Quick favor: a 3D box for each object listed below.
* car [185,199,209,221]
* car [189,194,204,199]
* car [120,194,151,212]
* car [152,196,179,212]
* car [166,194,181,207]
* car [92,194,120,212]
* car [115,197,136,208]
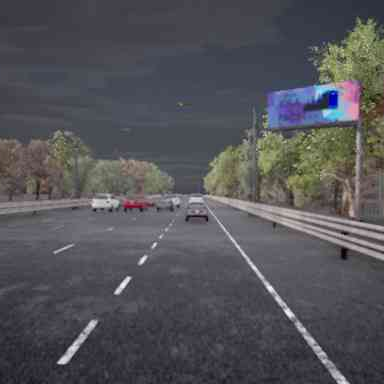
[{"bbox_3d":[0.417,1.582,27.930,2.033,1.411,5.357,0,0,1],"label":"car"},{"bbox_3d":[0.686,1.293,51.473,2.150,2.045,5.566,0,-1,1],"label":"car"},{"bbox_3d":[-6.548,1.265,39.171,2.150,2.045,5.566,0,0,1],"label":"car"},{"bbox_3d":[-3.048,1.538,39.099,2.128,1.511,4.902,0,0,1],"label":"car"},{"bbox_3d":[-2.923,1.291,49.639,2.150,2.045,5.566,0,0,1],"label":"car"},{"bbox_3d":[-10.048,1.262,39.213,2.150,2.045,5.566,0,0,1],"label":"car"},{"bbox_3d":[-9.921,1.554,49.781,2.128,1.511,4.902,0,0,1],"label":"car"}]
